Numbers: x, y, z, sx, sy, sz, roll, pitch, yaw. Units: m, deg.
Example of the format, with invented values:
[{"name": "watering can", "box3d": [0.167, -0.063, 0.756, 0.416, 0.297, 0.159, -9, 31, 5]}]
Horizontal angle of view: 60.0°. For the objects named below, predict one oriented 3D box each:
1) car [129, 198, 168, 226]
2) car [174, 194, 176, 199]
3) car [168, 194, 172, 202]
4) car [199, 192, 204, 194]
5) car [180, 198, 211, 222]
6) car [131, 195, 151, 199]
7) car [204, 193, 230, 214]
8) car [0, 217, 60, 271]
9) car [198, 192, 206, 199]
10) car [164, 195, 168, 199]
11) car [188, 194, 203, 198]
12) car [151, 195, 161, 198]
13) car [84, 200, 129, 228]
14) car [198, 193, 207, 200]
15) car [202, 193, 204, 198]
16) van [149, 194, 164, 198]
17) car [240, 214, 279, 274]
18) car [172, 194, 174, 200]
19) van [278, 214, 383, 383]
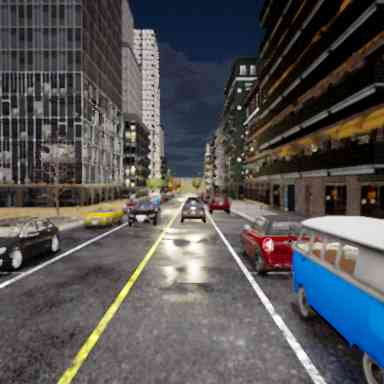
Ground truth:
[{"name": "car", "box3d": [-3.082, 1.412, 22.572, 2.128, 1.511, 4.902, 0, 0, 0]}, {"name": "car", "box3d": [-5.684, 1.281, 84.646, 1.802, 1.307, 4.206, -1, 0, 0]}, {"name": "car", "box3d": [-5.682, 1.328, 67.552, 1.947, 1.339, 4.313, -1, 0, 0]}, {"name": "car", "box3d": [2.660, 1.078, 67.428, 2.192, 1.841, 5.009, -1, 0, 0]}, {"name": "car", "box3d": [0.097, 1.458, 25.212, 2.033, 1.411, 5.357, 0, 0, 0]}, {"name": "car", "box3d": [-5.680, 1.323, 33.365, 1.967, 1.590, 4.097, -1, 0, 0]}, {"name": "car", "box3d": [2.665, 1.199, 33.240, 2.192, 1.841, 5.009, -1, 0, 0]}, {"name": "car", "box3d": [-5.674, 1.514, 10.575, 2.008, 1.369, 4.403, -1, 0, 0]}, {"name": "car", "box3d": [2.656, 0.992, 90.222, 2.192, 1.841, 5.009, -1, 0, 0]}, {"name": "car", "box3d": [-5.681, 1.348, 56.157, 1.887, 1.381, 4.507, -1, 0, 0]}, {"name": "car", "box3d": [0.094, 1.359, 41.232, 1.837, 1.490, 4.892, 0, 0, 0]}, {"name": "car", "box3d": [-5.679, 1.409, 44.762, 1.947, 1.339, 4.313, -1, 0, 0]}, {"name": "car", "box3d": [-5.676, 1.449, 21.800, 1.752, 1.417, 4.829, -1, 0, 0]}, {"name": "car", "box3d": [2.660, 1.139, 84.523, 1.967, 1.590, 4.097, -1, 0, 0]}, {"name": "car", "box3d": [2.667, 1.369, 56.033, 1.947, 1.339, 4.313, -1, 0, 0]}, {"name": "van", "box3d": [-5.684, 1.164, 50.458, 1.690, 1.788, 3.998, -1, 0, 0]}, {"name": "car", "box3d": [2.671, 1.403, 10.450, 1.967, 1.590, 4.097, -1, 0, 0]}, {"name": "car", "box3d": [-5.683, 1.308, 73.251, 1.947, 1.339, 4.313, -1, 0, 0]}, {"name": "van", "box3d": [2.669, 1.324, 4.752, 1.690, 1.788, 3.998, -1, 0, 0]}]
